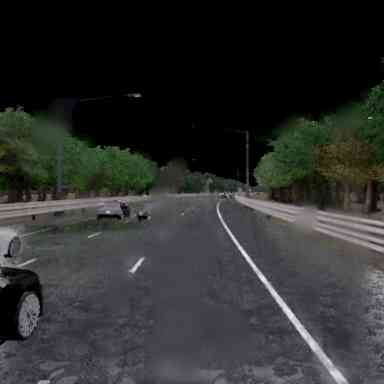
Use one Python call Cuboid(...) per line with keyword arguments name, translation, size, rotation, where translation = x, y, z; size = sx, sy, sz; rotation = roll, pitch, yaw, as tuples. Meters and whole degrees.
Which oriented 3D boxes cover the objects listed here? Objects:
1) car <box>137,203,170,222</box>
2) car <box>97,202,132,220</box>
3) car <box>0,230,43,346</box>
Cuboid(name="car", translation=(-2.838, 1.524, 25.362), size=(1.895, 1.301, 4.718), rotation=(0, 0, 2))
Cuboid(name="car", translation=(-6.255, 1.479, 27.161), size=(1.994, 1.385, 4.181), rotation=(0, 0, 2))
Cuboid(name="car", translation=(-3.364, 1.478, 3.551), size=(2.128, 1.511, 4.902), rotation=(0, 0, 0))
